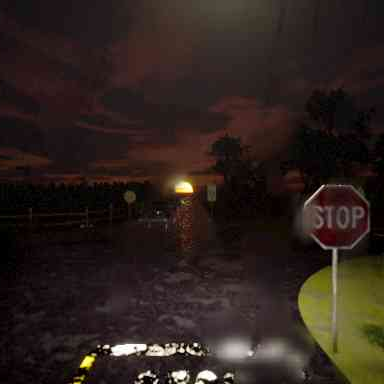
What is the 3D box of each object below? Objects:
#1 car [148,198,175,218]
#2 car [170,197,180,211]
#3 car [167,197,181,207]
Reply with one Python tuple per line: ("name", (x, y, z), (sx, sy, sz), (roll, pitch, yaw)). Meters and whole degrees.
("car", (-2.883, 1.544, 30.780), (1.837, 1.490, 4.892), (0, 0, 1))
("car", (-2.861, 1.562, 41.095), (1.837, 1.490, 4.892), (0, 0, 0))
("car", (-2.844, 1.560, 52.882), (1.882, 1.535, 5.008), (0, 0, 0))
